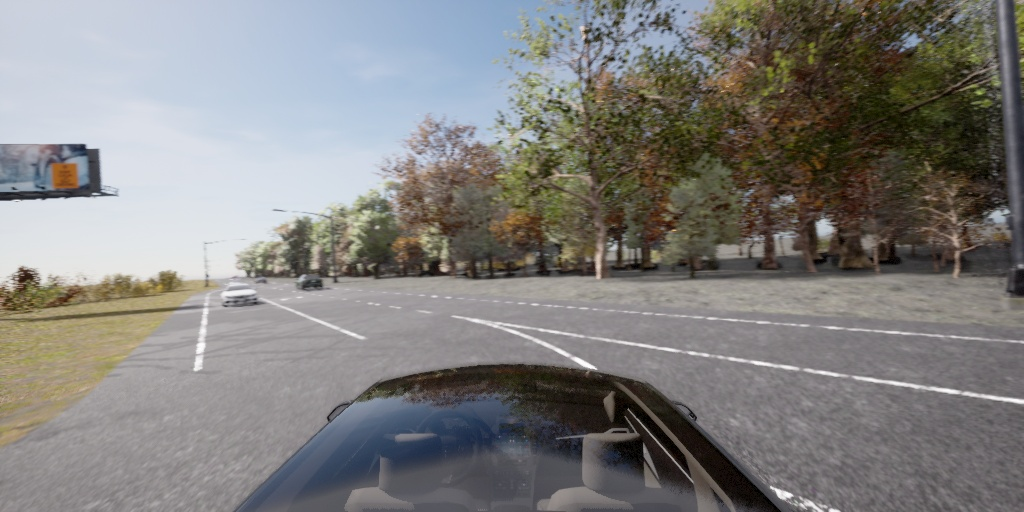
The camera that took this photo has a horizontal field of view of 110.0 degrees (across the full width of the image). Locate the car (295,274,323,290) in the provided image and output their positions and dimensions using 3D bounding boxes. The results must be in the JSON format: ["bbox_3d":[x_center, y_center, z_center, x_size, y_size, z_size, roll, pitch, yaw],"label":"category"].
[{"bbox_3d":[-22.958,2.862,40.509,2.097,1.767,4.553,-3,0,-40],"label":"car"}]

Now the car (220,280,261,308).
[{"bbox_3d":[-18.862,2.661,24.783,1.812,1.442,4.674,-3,-1,-40],"label":"car"}]
